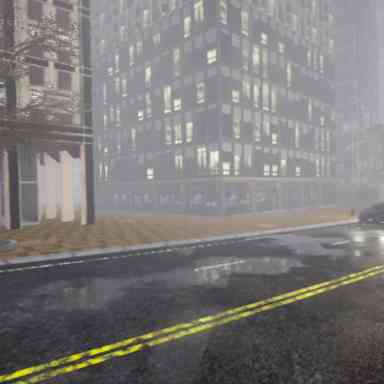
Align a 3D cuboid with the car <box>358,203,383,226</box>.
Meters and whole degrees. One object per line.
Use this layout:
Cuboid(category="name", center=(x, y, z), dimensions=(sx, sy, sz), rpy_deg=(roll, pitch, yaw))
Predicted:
Cuboid(category="car", center=(12.986, 1.463, 22.397), dimensions=(5.008, 1.535, 1.882), rpy_deg=(0, 0, -41))
